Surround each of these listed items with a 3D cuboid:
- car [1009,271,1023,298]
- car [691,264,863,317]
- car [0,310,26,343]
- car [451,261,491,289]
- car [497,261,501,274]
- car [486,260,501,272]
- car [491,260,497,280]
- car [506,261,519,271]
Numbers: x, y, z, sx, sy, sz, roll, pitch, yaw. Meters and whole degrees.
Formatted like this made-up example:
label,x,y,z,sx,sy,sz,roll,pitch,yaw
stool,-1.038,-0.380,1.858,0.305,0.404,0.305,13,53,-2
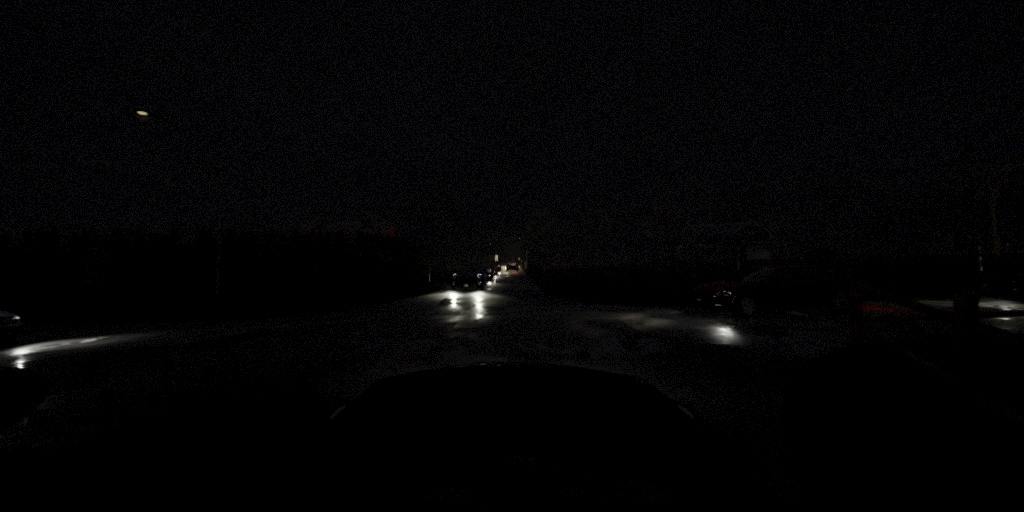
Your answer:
label,x,y,z,sx,sy,sz,roll,pitch,yaw
car,19.837,0.638,11.930,5.008,1.535,1.882,-2,-3,0
car,8.445,1.044,11.657,5.008,1.535,1.882,-2,-3,-4
car,-15.378,1.639,8.982,4.674,1.442,1.812,-1,-3,0
car,-2.823,1.263,24.444,2.097,1.767,4.553,0,0,0
car,-2.778,1.396,43.704,2.097,1.767,4.553,0,0,0
car,-2.710,1.468,53.729,2.097,1.767,4.553,0,0,1
car,-2.800,1.329,34.022,2.097,1.767,4.553,0,0,0
car,0.067,1.737,56.353,1.895,1.301,4.718,0,0,0
